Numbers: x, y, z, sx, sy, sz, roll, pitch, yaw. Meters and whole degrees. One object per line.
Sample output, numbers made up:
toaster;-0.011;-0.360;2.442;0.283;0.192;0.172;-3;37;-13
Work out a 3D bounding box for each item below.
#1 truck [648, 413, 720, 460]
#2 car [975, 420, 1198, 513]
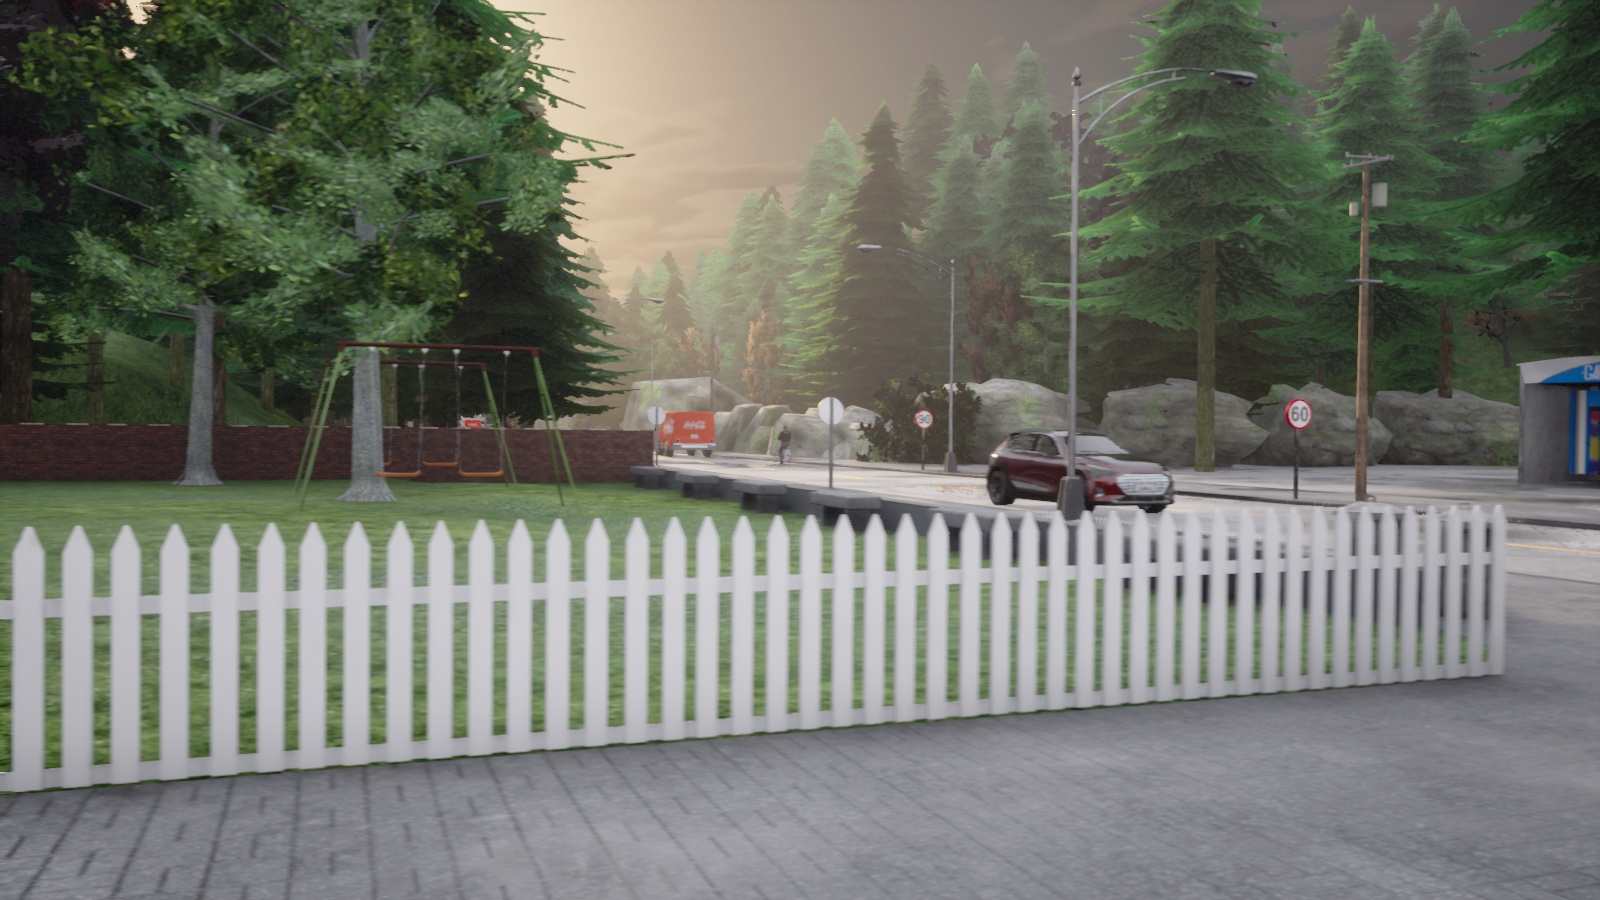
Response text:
truck;-6.442;-0.737;68.918;2.627;2.467;5.204;-1;1;-20
car;5.585;0.259;25.221;2.033;1.649;4.856;-1;1;-20
